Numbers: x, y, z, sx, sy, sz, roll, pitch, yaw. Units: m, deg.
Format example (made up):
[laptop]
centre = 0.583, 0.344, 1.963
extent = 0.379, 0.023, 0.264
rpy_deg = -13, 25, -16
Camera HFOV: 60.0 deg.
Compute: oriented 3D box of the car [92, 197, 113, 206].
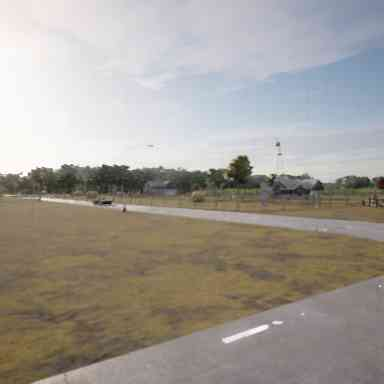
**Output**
[car]
centre = -14.300, 1.522, 53.066
extent = 1.895, 1.301, 4.718
rpy_deg = -2, 1, -35
